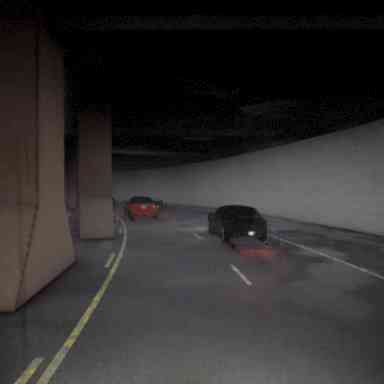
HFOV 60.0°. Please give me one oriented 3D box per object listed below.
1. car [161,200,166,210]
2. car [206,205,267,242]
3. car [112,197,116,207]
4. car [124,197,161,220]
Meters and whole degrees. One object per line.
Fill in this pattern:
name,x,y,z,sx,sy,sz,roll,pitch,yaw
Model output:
car,-4.480,1.296,37.169,1.895,1.301,4.718,0,0,-23
car,1.970,1.375,15.707,1.837,1.490,4.892,0,0,-10
car,-11.128,1.177,42.729,1.812,1.442,4.674,0,0,-29
car,-4.188,1.135,26.429,2.097,1.767,4.553,0,1,-18
